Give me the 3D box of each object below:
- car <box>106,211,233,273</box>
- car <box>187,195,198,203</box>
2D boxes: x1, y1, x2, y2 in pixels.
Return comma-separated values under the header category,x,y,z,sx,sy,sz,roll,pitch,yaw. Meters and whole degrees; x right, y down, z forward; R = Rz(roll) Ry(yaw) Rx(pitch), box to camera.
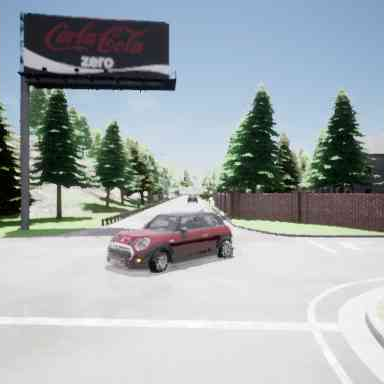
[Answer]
category,x,y,z,sx,sy,sz,roll,pitch,yaw
car,-0.640,1.495,11.469,4.553,1.767,2.097,0,1,-44
car,0.137,1.332,68.209,2.097,1.767,4.553,0,0,0
